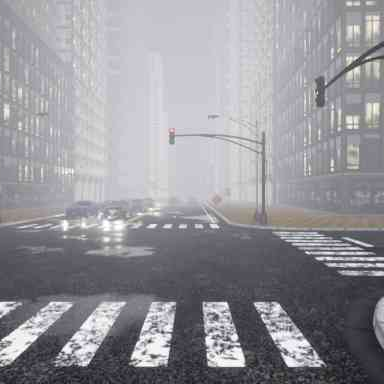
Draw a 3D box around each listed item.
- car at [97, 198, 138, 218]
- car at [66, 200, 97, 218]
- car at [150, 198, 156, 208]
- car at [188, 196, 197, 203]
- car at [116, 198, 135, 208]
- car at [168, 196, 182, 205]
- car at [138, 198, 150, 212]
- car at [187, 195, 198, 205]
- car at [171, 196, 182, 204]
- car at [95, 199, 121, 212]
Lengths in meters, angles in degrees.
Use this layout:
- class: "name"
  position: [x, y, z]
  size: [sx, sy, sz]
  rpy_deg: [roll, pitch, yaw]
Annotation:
- class: "car"
  position: [-6.614, 1.517, 30.096]
  size: [2.128, 1.511, 4.902]
  rpy_deg: [0, 0, 0]
- class: "car"
  position: [-9.868, 1.503, 30.343]
  size: [1.882, 1.535, 5.008]
  rpy_deg: [0, 0, 0]
- class: "car"
  position: [-6.617, 1.593, 49.670]
  size: [1.812, 1.442, 4.674]
  rpy_deg: [0, 0, 0]
- class: "car"
  position: [0.034, 1.622, 71.325]
  size: [1.882, 1.535, 5.008]
  rpy_deg: [0, 0, 0]
- class: "car"
  position: [-9.863, 1.631, 49.400]
  size: [1.994, 1.385, 4.181]
  rpy_deg: [0, 0, 0]
- class: "car"
  position: [-3.176, 1.577, 59.933]
  size: [1.882, 1.535, 5.008]
  rpy_deg: [0, 0, 0]
- class: "car"
  position: [-6.618, 1.520, 39.623]
  size: [1.882, 1.535, 5.008]
  rpy_deg: [0, 0, 0]
- class: "car"
  position: [0.075, 1.631, 61.478]
  size: [1.812, 1.442, 4.674]
  rpy_deg: [0, 0, 0]
- class: "car"
  position: [-3.191, 1.634, 70.342]
  size: [2.128, 1.511, 4.902]
  rpy_deg: [0, 0, 0]
- class: "car"
  position: [-9.867, 1.606, 39.476]
  size: [1.994, 1.385, 4.181]
  rpy_deg: [0, 0, 0]
